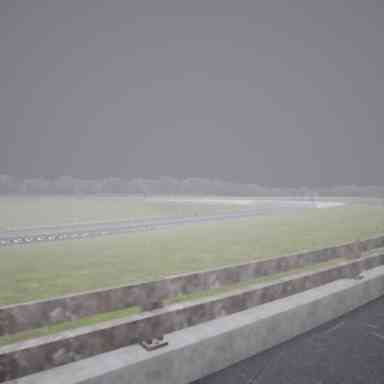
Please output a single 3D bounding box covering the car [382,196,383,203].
[{"bbox_3d":[42.384,1.414,70.736,2.150,2.045,5.566,0,-1,6],"label":"car"}]
